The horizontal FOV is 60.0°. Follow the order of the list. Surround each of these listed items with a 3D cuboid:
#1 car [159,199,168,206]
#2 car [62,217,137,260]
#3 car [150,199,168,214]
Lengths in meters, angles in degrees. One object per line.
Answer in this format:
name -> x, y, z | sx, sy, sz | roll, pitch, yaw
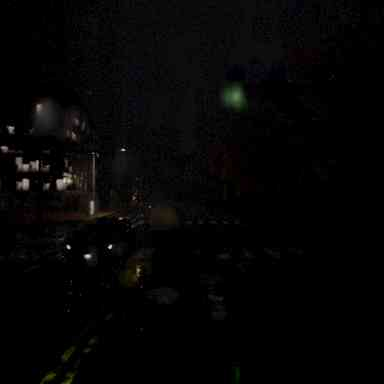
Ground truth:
car -> -6.652, 2.464, 77.931 | 2.128, 1.511, 4.902 | 0, -1, -5
car -> -3.403, 1.731, 13.388 | 2.033, 1.411, 5.357 | 0, -1, -1
car -> -4.365, 2.121, 43.669 | 1.837, 1.490, 4.892 | 0, 1, -3
